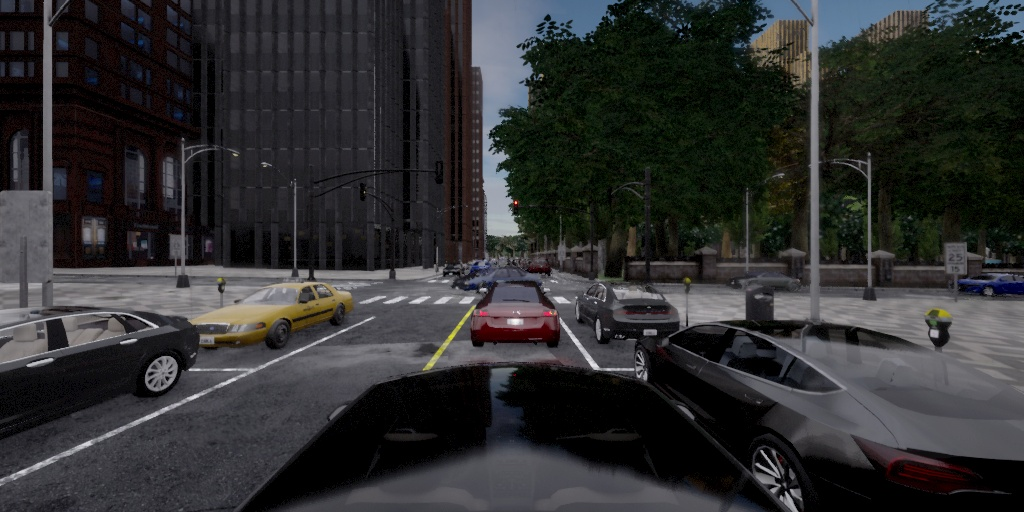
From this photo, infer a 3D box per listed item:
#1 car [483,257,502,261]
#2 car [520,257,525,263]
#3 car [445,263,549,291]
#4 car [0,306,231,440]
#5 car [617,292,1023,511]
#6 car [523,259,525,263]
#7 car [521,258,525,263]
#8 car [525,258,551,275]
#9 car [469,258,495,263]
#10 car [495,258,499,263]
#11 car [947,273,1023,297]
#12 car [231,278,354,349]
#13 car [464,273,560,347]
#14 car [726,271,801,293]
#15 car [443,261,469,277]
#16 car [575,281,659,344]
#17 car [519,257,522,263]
[{"bbox_3d":[-3.086,1.277,56.630,2.128,1.511,4.902,0,0,0],"label":"car"},{"bbox_3d":[2.760,1.338,57.839,2.007,1.370,4.403,0,0,0],"label":"car"},{"bbox_3d":[-0.740,1.316,20.315,5.357,1.411,2.033,1,0,-37],"label":"car"},{"bbox_3d":[-5.762,1.300,3.827,2.007,1.370,4.403,0,0,0],"label":"car"},{"bbox_3d":[2.763,1.316,3.836,1.948,1.339,4.313,0,0,0],"label":"car"},{"bbox_3d":[2.761,1.340,46.926,1.948,1.339,4.313,0,0,0],"label":"car"},{"bbox_3d":[2.760,1.331,52.383,2.007,1.370,4.403,0,0,0],"label":"car"},{"bbox_3d":[2.761,1.077,36.014,2.192,1.841,5.009,0,0,0],"label":"car"},{"bbox_3d":[-3.093,1.241,36.619,1.882,1.535,5.008,0,0,0],"label":"car"},{"bbox_3d":[-3.093,1.338,46.584,1.994,1.385,4.181,0,0,0],"label":"car"},{"bbox_3d":[32.625,1.925,24.247,5.008,1.535,1.882,1,0,0],"label":"car"},{"bbox_3d":[-5.763,1.276,9.170,1.751,1.417,4.829,0,0,0],"label":"car"},{"bbox_3d":[0.081,1.314,9.344,1.994,1.385,4.181,0,0,0],"label":"car"},{"bbox_3d":[16.877,1.684,24.166,4.181,1.385,1.994,1,0,0],"label":"car"},{"bbox_3d":[-5.764,1.328,36.004,1.948,1.339,4.313,0,0,0],"label":"car"},{"bbox_3d":[2.763,1.301,9.349,2.007,1.370,4.403,0,0,0],"label":"car"},{"bbox_3d":[2.760,1.233,63.296,1.967,1.591,4.097,0,0,0],"label":"car"}]
